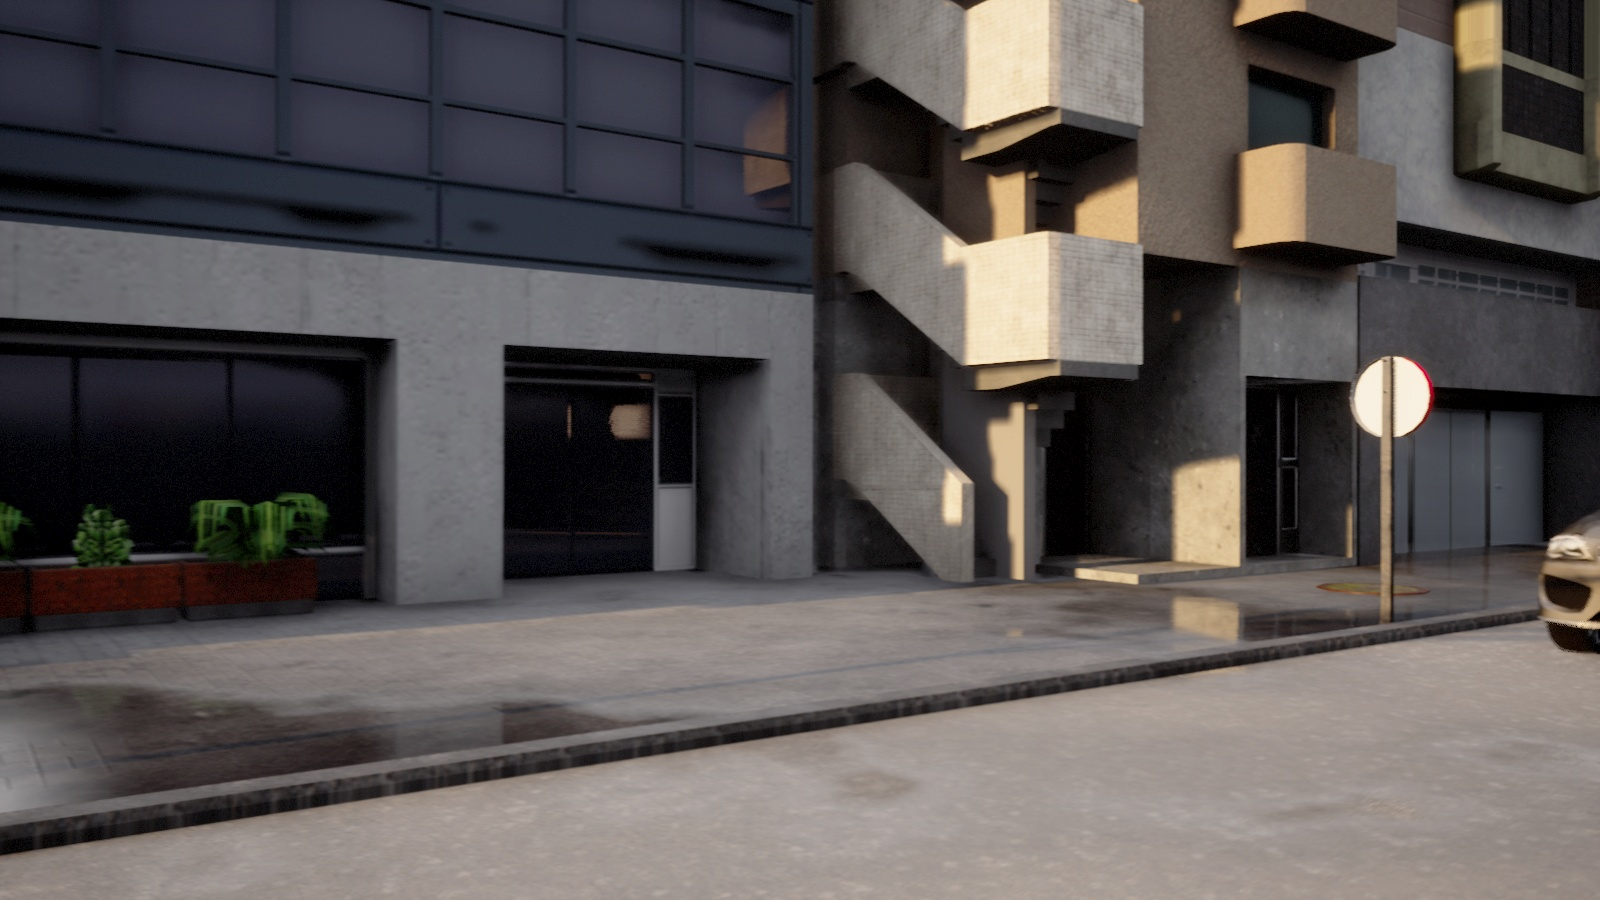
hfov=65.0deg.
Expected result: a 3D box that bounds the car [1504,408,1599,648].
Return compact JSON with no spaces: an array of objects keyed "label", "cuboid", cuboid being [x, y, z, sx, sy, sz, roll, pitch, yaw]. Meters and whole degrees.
[{"label":"car","cuboid":[7.810,0.536,9.705,5.027,1.651,2.152,0,0,-35]}]

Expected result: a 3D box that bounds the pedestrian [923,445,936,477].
[{"label":"pedestrian","cuboid":[7.418,0.637,71.837,0.402,1.842,0.726,0,0,-25]}]
